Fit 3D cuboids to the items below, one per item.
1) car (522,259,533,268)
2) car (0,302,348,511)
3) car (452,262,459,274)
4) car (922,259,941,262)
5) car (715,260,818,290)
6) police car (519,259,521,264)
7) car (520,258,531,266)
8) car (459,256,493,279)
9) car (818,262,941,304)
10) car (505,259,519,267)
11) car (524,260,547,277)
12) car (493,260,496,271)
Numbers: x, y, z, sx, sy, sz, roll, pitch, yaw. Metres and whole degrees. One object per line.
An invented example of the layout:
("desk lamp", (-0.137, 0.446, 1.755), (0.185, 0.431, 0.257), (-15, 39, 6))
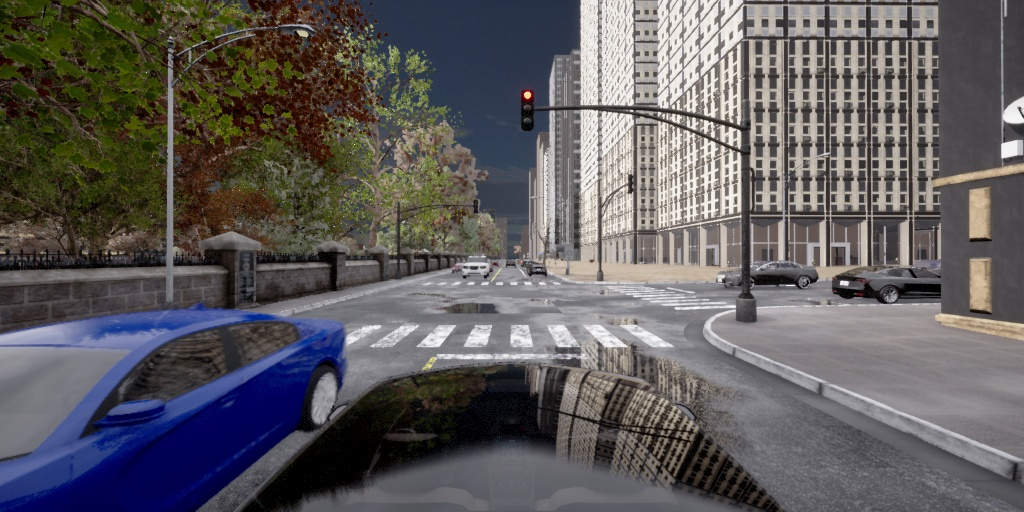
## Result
("car", (2.493, 1.335, 41.709), (1.948, 1.339, 4.313), (0, 0, 0))
("car", (-3.101, 1.228, 2.723), (1.882, 1.535, 5.008), (0, 0, 0))
("car", (-5.888, 1.351, 41.667), (1.802, 1.307, 4.207), (0, 0, 0))
("car", (23.474, 0.882, 19.442), (5.357, 1.411, 2.033), (-1, 0, -1))
("car", (13.656, 0.993, 19.349), (4.902, 1.511, 2.128), (-1, 0, 0))
("police car", (2.824, 1.218, 64.501), (1.930, 1.638, 5.238), (0, 0, 0))
("car", (2.465, 1.340, 47.342), (1.948, 1.339, 4.313), (0, 0, 0))
("car", (-3.253, 0.985, 33.266), (2.150, 2.045, 5.566), (0, 0, 0))
("car", (14.630, 1.026, 13.555), (4.313, 1.339, 1.948), (0, 0, -1))
("car", (-0.213, 1.299, 65.109), (1.837, 1.490, 4.892), (0, 0, 0))
("car", (2.521, 1.331, 36.077), (1.948, 1.339, 4.313), (0, 0, 0))
("car", (-3.294, 1.297, 44.340), (1.812, 1.442, 4.674), (0, 0, -1))
